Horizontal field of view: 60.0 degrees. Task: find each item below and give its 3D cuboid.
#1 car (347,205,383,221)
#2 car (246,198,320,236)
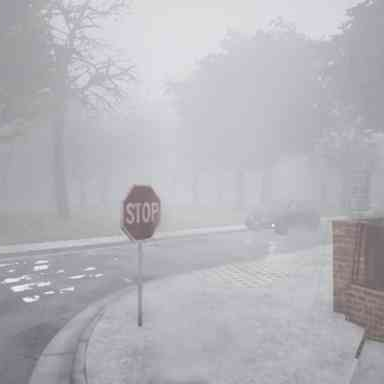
[{"bbox_3d":[15.378,1.830,28.800,5.357,1.411,2.033,1,-1,-42],"label":"car"},{"bbox_3d":[5.638,1.396,20.183,5.566,2.045,2.150,0,-1,-41],"label":"car"}]
